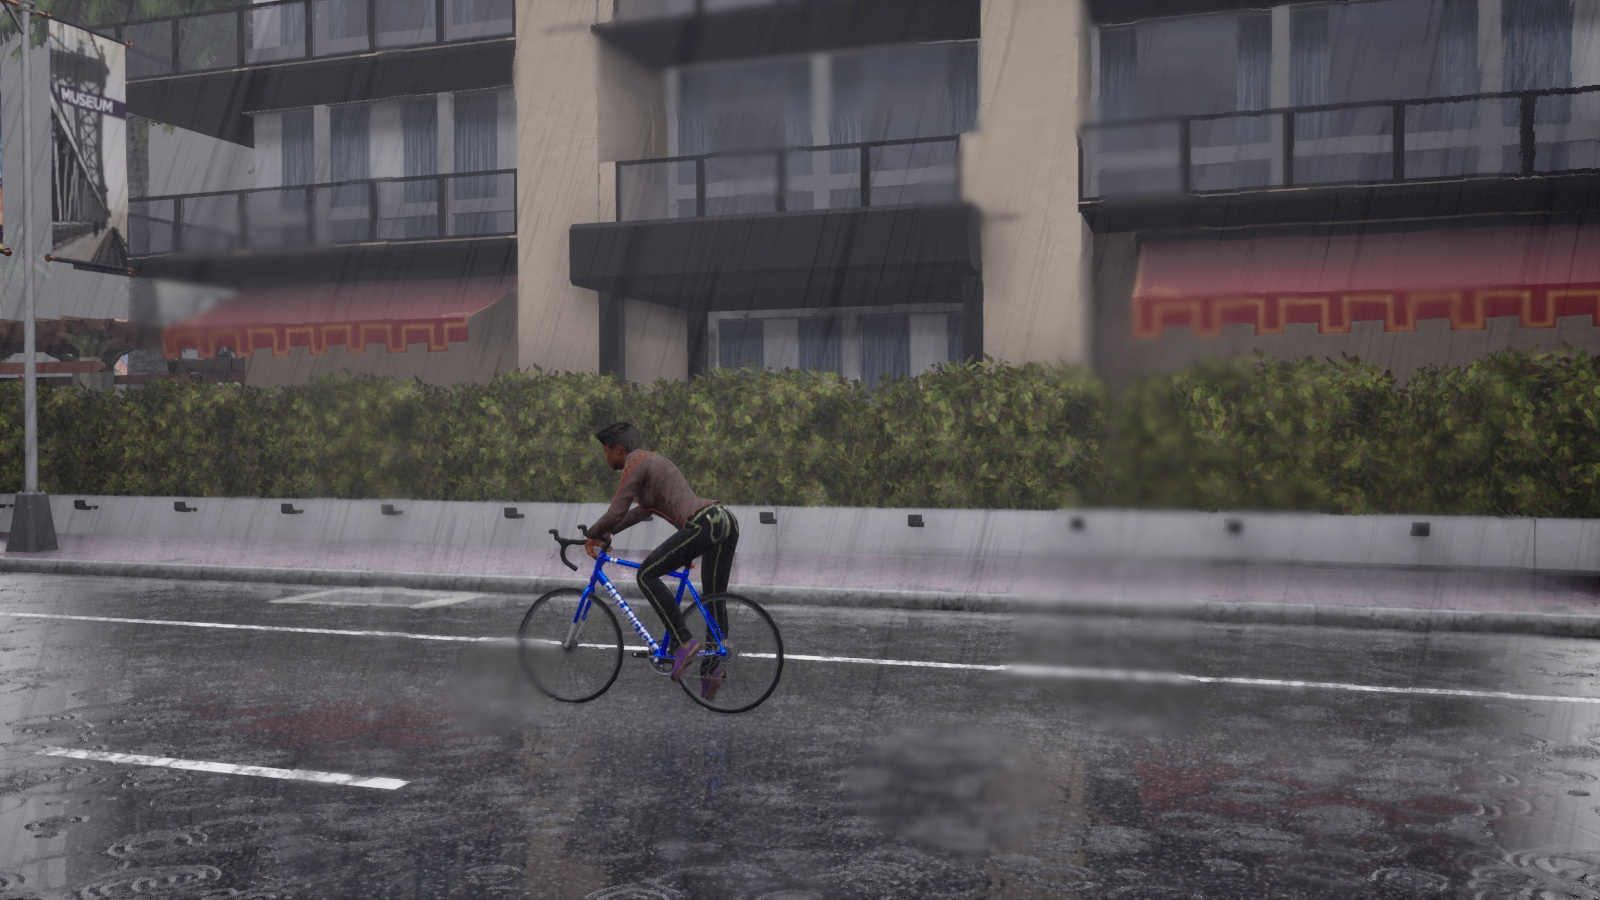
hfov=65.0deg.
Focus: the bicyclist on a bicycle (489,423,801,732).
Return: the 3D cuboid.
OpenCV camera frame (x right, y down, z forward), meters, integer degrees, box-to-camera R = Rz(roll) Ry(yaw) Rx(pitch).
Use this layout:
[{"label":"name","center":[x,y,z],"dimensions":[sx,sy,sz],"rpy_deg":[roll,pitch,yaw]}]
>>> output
[{"label":"bicyclist on a bicycle","center":[-0.873,0.662,7.111],"dimensions":[1.656,1.620,0.582],"rpy_deg":[0,1,18]}]
